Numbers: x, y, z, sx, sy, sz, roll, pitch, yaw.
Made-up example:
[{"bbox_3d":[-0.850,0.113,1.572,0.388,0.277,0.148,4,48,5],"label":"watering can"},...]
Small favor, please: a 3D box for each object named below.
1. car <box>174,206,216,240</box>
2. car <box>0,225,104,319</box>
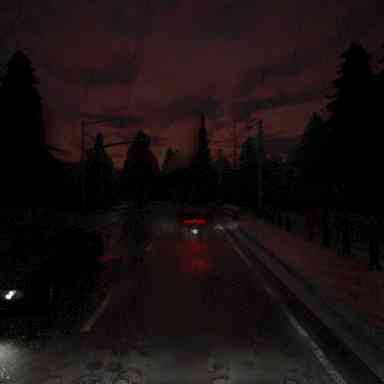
[{"bbox_3d":[0.143,1.484,17.007,1.837,1.490,4.892,0,0,0],"label":"car"},{"bbox_3d":[-3.562,1.537,7.829,2.033,1.411,5.357,0,0,0],"label":"car"}]
